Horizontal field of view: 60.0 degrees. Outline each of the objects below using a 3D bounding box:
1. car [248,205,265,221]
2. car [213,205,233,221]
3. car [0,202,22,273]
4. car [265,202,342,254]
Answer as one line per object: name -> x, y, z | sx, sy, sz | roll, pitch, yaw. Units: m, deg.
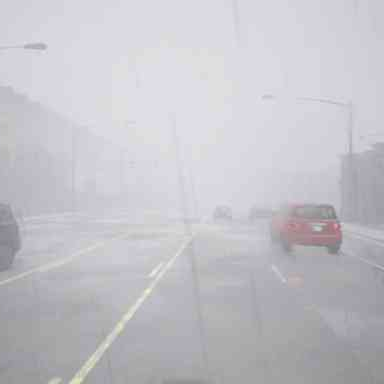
car -> 6.495, 1.963, 32.107 | 1.882, 1.535, 5.008 | 1, -1, 5
car -> 2.964, 1.981, 31.971 | 2.033, 1.411, 5.357 | 1, -1, 5
car -> -6.492, 1.232, 8.017 | 2.150, 2.045, 5.566 | 1, -1, 5
car -> 4.897, 1.477, 15.000 | 2.150, 2.045, 5.566 | 1, -1, 5
